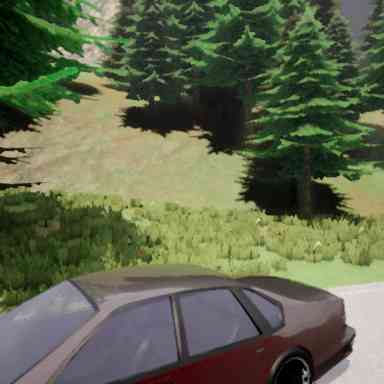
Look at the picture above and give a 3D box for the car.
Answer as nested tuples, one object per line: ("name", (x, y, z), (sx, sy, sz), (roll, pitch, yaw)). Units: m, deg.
("car", (-0.601, 1.547, 3.338), (5.357, 1.411, 2.033), (0, 0, -33))
